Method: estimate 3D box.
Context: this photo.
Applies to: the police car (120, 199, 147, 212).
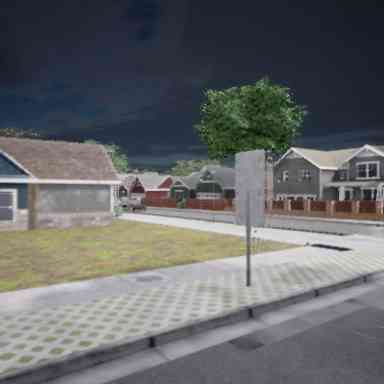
[{"bbox_3d":[-7.507,1.653,42.456,1.930,1.638,5.238,0,0,-35],"label":"police car"}]
